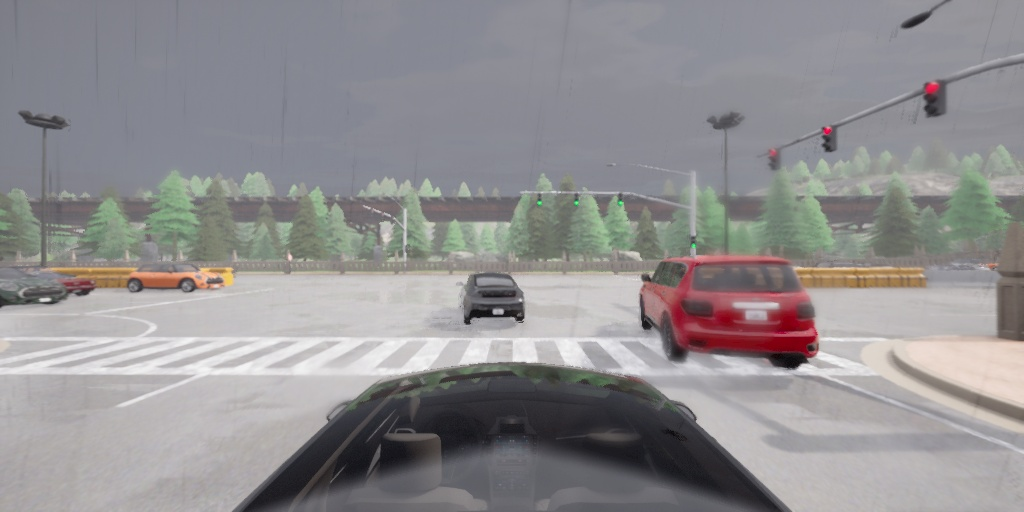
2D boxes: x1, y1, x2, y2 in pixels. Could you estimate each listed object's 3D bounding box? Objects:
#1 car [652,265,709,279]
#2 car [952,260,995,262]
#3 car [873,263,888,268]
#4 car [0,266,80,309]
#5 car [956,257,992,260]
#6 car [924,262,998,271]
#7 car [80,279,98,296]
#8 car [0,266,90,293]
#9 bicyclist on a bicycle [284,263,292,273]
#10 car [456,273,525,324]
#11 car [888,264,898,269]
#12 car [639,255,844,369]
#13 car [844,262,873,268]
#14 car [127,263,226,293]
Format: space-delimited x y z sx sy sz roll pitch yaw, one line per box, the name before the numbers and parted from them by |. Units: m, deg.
car | 16.487 1.523 35.314 4.718 1.301 1.895 0 0 0
car | 39.486 1.334 31.756 4.674 1.442 1.812 -1 0 0
car | 29.504 1.394 31.768 4.902 1.511 2.128 0 0 0
car | -20.911 1.168 14.280 4.553 1.767 2.097 0 0 -2
car | 44.707 0.988 35.236 4.553 1.767 2.097 -3 0 0
car | 34.424 1.421 28.261 5.357 1.411 2.033 0 0 0
car | -23.783 1.436 17.798 4.718 1.301 1.895 0 0 0
car | -28.820 1.345 21.323 4.902 1.511 2.128 0 0 0
bicyclist on a bicycle | -27.072 1.267 43.298 0.582 1.620 1.656 0 0 0
car | -0.816 1.311 12.382 1.837 1.490 4.892 1 0 -10
car | 35.044 1.410 35.258 4.892 1.490 1.837 0 0 0
car | 4.337 1.008 8.185 2.150 2.045 5.566 0 0 12
car | 24.956 1.237 28.283 4.553 1.767 2.097 0 0 0
car | -19.762 1.204 21.280 4.553 1.767 2.097 0 0 0
